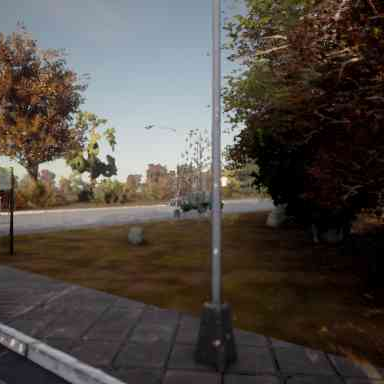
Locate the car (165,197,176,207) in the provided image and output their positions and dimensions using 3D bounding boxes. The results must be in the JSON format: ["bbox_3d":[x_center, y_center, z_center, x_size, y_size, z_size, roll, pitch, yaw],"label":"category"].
[{"bbox_3d":[-1.997,1.400,49.143,1.812,1.442,4.674,0,0,37],"label":"car"}]

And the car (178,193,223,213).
[{"bbox_3d":[1.155,1.150,35.864,2.150,2.045,5.566,0,0,38],"label":"car"}]

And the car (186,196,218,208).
[{"bbox_3d":[1.484,1.369,47.944,2.128,1.511,4.902,0,0,37],"label":"car"}]
